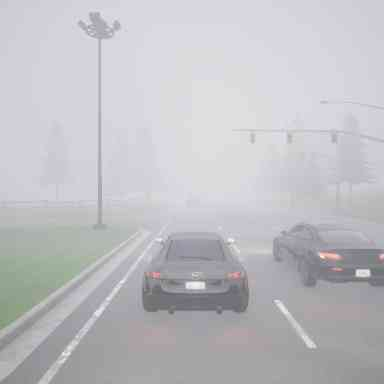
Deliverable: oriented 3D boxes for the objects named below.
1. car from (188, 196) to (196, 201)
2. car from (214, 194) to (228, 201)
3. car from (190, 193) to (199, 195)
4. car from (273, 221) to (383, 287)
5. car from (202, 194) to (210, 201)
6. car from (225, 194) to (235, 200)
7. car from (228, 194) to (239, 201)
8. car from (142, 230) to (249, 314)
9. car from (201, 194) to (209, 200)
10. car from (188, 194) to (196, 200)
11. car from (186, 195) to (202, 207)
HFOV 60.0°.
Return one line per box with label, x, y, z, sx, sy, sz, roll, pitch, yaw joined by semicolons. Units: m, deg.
car;0.018;1.588;82.197;1.895;1.301;4.718;0;0;0
car;7.018;1.517;82.165;1.812;1.442;4.674;0;0;0
car;0.429;1.223;66.006;2.150;2.045;5.566;0;0;0
car;3.581;1.526;9.233;1.812;1.442;4.674;0;0;0
car;3.518;1.545;82.166;1.994;1.385;4.181;0;0;0
car;10.520;1.372;92.168;2.033;1.411;5.357;0;0;0
car;10.518;1.517;82.164;1.812;1.442;4.674;0;0;0
car;0.072;1.564;7.687;1.994;1.385;4.181;0;0;0
car;3.520;1.358;92.169;2.128;1.511;4.902;0;0;0
car;0.020;1.358;92.170;2.128;1.511;4.902;0;0;0
car;0.011;1.548;51.130;2.033;1.411;5.357;0;0;0
